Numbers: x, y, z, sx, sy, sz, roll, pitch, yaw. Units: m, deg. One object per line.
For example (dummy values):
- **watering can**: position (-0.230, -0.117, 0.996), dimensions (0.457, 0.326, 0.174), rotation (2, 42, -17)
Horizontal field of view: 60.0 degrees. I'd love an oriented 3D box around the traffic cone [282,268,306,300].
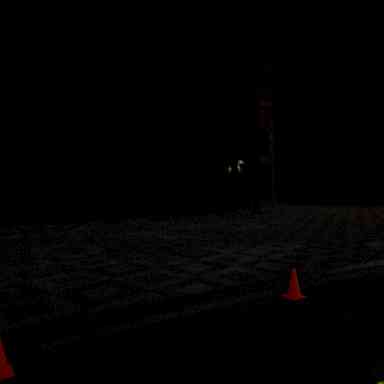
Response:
- **traffic cone**: position (2.080, 1.842, 6.787), dimensions (0.340, 0.580, 0.340), rotation (-1, 1, -29)
